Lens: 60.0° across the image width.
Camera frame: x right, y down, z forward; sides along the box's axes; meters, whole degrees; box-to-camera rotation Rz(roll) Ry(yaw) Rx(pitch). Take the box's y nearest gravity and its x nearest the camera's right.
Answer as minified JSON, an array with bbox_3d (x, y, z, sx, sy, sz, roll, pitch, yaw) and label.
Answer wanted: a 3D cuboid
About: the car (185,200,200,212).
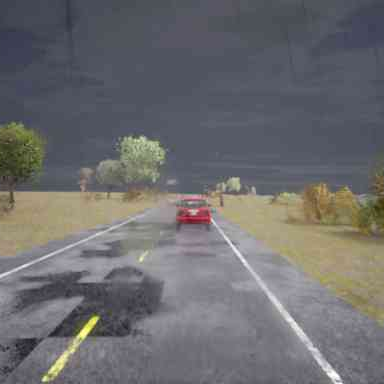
[{"bbox_3d":[0.089,1.811,43.471,1.812,1.442,4.674,0,0,0],"label":"car"}]

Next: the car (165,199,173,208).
[{"bbox_3d":[-3.515,1.894,56.737,1.812,1.442,4.674,0,0,0],"label":"car"}]

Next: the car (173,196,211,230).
[{"bbox_3d":[0.096,1.372,22.291,2.150,2.045,5.566,0,0,0],"label":"car"}]
